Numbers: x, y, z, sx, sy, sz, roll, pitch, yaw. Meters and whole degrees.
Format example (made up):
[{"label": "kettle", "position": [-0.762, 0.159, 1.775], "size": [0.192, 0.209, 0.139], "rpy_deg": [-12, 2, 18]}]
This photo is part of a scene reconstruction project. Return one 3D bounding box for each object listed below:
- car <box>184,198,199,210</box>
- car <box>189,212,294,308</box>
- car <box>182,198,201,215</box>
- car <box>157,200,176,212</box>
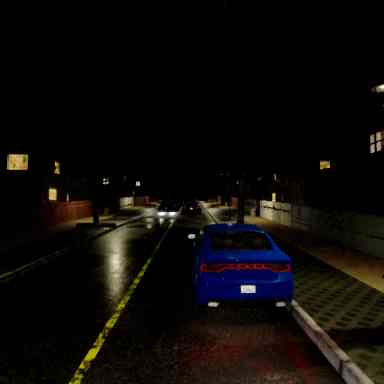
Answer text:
[{"label": "car", "position": [-0.080, 1.565, 44.645], "size": [1.837, 1.490, 4.892], "rpy_deg": [0, 0, 0]}, {"label": "car", "position": [0.939, 1.487, 8.071], "size": [1.882, 1.535, 5.008], "rpy_deg": [0, 0, 0]}, {"label": "car", "position": [-0.039, 1.609, 34.765], "size": [1.994, 1.385, 4.181], "rpy_deg": [0, 0, 1]}, {"label": "car", "position": [-2.870, 1.615, 38.795], "size": [1.994, 1.385, 4.181], "rpy_deg": [0, 0, 0]}]
